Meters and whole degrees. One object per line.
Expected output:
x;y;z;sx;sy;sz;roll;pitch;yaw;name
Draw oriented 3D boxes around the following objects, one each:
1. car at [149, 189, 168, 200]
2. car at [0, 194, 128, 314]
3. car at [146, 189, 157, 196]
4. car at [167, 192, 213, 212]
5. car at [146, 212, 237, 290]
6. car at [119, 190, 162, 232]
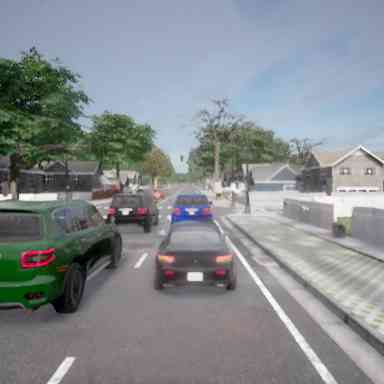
-6.474;0.389;64.318;2.150;2.045;5.566;0;1;1;car
-3.182;1.181;7.656;2.150;2.045;5.566;0;0;0;car
-9.688;0.125;79.748;2.128;1.511;4.902;0;2;0;car
0.037;1.084;18.843;2.150;2.045;5.566;0;1;1;car
0.073;1.478;8.811;1.812;1.442;4.674;0;0;0;car
-3.212;1.082;18.969;2.150;2.045;5.566;0;1;1;car
